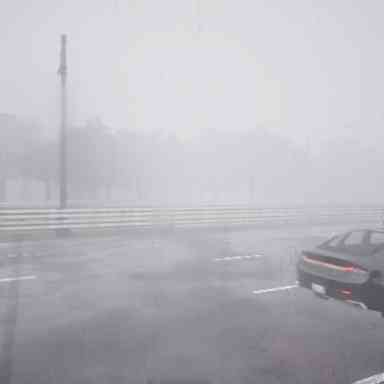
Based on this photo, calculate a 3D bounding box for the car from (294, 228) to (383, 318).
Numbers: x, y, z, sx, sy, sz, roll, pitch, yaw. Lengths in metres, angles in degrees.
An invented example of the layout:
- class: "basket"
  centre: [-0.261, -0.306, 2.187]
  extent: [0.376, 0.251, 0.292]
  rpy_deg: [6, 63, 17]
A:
- class: "car"
  centre: [4.455, 1.528, 7.015]
  extent: [4.902, 1.511, 2.128]
  rpy_deg: [0, 0, -25]
